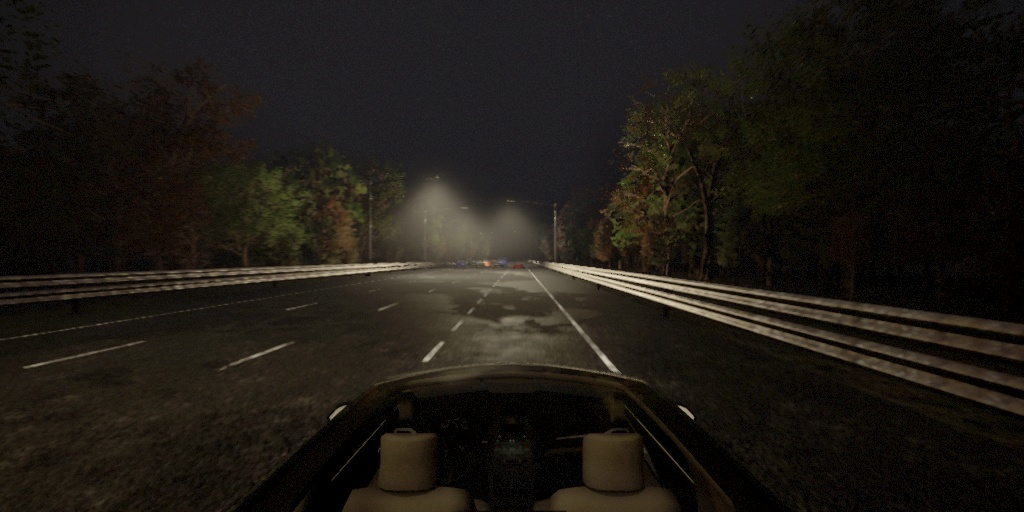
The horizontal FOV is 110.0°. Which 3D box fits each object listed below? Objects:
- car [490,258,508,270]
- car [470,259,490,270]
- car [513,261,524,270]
[{"bbox_3d":[-2.306,1.666,64.861,2.128,1.511,4.902,0,0,1],"label":"car"},{"bbox_3d":[-5.805,1.653,64.928,2.128,1.511,4.902,0,0,1],"label":"car"},{"bbox_3d":[1.202,1.744,65.210,1.994,1.385,4.181,0,0,1],"label":"car"}]
